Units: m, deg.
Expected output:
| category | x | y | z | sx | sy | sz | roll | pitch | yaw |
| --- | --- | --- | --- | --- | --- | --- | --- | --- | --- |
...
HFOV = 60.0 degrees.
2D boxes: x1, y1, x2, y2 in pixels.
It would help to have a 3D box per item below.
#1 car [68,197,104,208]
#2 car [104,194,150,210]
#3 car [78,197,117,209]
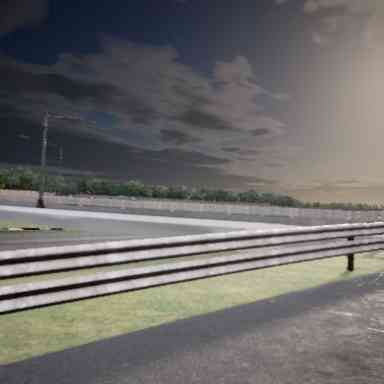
| category | x | y | z | sx | sy | sz | roll | pitch | yaw |
| --- | --- | --- | --- | --- | --- | --- | --- | --- | --- |
| car | -14.177 | 1.348 | 43.618 | 4.674 | 1.442 | 1.812 | 2 | -2 | 27 |
| car | -6.755 | 1.173 | 36.160 | 4.553 | 1.767 | 2.097 | 2 | -2 | 24 |
| car | -13.359 | 1.516 | 47.118 | 5.357 | 1.411 | 2.033 | 2 | -2 | 28 |
